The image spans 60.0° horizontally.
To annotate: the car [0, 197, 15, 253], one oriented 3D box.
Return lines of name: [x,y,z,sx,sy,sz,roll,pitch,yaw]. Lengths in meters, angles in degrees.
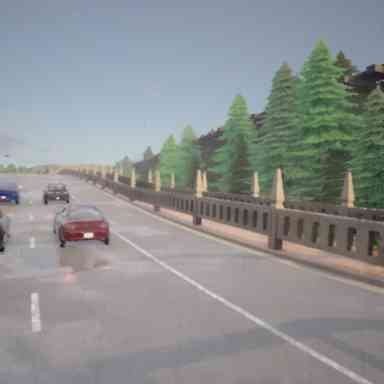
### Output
car: [-7.582,1.198,11.843,1.837,1.490,4.892,0,3,-26]

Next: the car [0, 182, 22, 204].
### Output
car: [-14.167,-0.016,25.383,1.882,1.535,5.008,0,5,-26]

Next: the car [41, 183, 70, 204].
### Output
car: [-10.947,0.037,26.760,2.128,1.511,4.902,0,5,-26]

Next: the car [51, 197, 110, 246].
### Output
car: [-4.605,1.218,13.731,1.812,1.442,4.674,0,3,-26]
